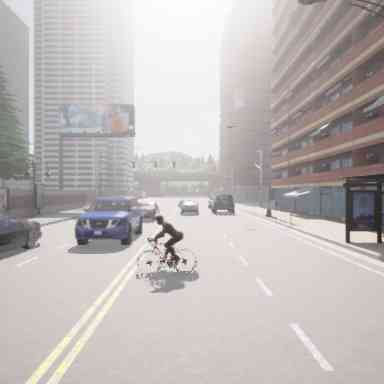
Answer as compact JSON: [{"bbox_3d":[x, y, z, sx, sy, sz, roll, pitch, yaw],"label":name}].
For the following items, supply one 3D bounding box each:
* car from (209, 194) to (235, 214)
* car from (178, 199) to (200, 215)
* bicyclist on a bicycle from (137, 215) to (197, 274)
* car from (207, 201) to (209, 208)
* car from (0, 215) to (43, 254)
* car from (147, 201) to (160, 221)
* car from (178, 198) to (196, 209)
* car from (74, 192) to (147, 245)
[{"bbox_3d":[3.293,1.221,35.879,2.150,2.045,5.566,0,0,0],"label":"car"},{"bbox_3d":[-0.207,1.547,34.420,2.033,1.411,5.357,0,0,0],"label":"car"},{"bbox_3d":[-0.703,1.455,9.137,1.656,1.620,0.582,-2,0,0],"label":"bicyclist on a bicycle"},{"bbox_3d":[3.173,1.547,46.065,2.033,1.411,5.357,0,0,0],"label":"car"},{"bbox_3d":[-7.174,1.547,11.706,2.033,1.411,5.357,0,0,0],"label":"car"},{"bbox_3d":[-3.701,1.492,27.113,2.128,1.511,4.902,0,0,0],"label":"car"},{"bbox_3d":[-0.809,1.601,47.756,1.895,1.301,4.718,0,0,-9],"label":"car"},{"bbox_3d":[-3.708,1.217,15.815,2.150,2.045,5.566,0,1,0],"label":"car"}]
